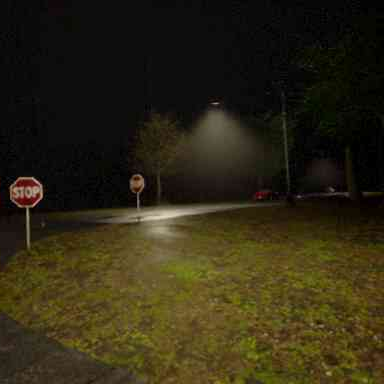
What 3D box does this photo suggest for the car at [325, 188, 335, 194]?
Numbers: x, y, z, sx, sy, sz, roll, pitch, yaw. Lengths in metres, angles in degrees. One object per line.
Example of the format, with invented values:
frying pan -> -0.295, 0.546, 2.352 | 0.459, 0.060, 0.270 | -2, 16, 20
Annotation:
car -> 34.598, -0.357, 83.628 | 1.812, 1.442, 4.674 | -4, -1, 33

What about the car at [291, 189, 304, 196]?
car -> 23.265, 0.120, 73.224 | 1.837, 1.490, 4.892 | -4, -1, 34

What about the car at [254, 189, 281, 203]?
car -> 9.202, 0.432, 40.357 | 1.882, 1.535, 5.008 | -4, -1, 34
